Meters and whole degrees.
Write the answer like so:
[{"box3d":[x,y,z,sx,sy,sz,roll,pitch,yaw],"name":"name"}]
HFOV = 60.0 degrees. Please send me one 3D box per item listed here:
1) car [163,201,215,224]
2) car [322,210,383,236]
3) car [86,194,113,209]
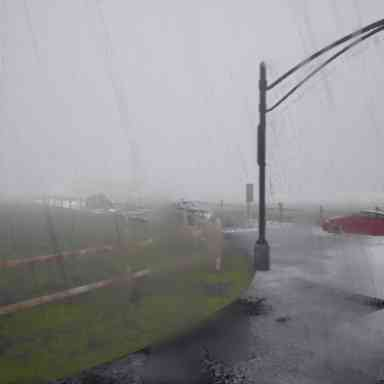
[{"box3d":[-0.301,1.396,24.090,2.128,1.511,4.902,1,0,-34],"name":"car"},{"box3d":[9.303,1.675,17.902,4.181,1.385,1.994,1,1,31],"name":"car"},{"box3d":[-11.070,1.022,39.830,2.097,1.767,4.553,1,0,-34],"name":"car"}]
